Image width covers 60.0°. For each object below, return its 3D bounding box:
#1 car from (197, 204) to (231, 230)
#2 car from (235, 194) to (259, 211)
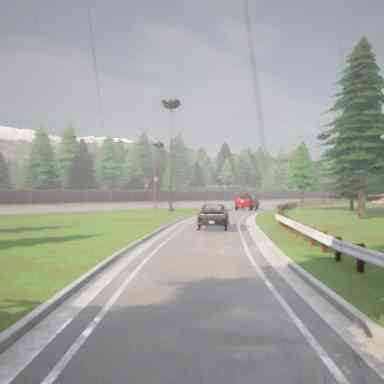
[{"bbox_3d":[1.427,1.502,21.175,2.128,1.511,4.902,0,0,7],"label":"car"},{"bbox_3d":[6.999,1.255,42.034,2.150,2.045,5.566,0,0,23],"label":"car"}]
